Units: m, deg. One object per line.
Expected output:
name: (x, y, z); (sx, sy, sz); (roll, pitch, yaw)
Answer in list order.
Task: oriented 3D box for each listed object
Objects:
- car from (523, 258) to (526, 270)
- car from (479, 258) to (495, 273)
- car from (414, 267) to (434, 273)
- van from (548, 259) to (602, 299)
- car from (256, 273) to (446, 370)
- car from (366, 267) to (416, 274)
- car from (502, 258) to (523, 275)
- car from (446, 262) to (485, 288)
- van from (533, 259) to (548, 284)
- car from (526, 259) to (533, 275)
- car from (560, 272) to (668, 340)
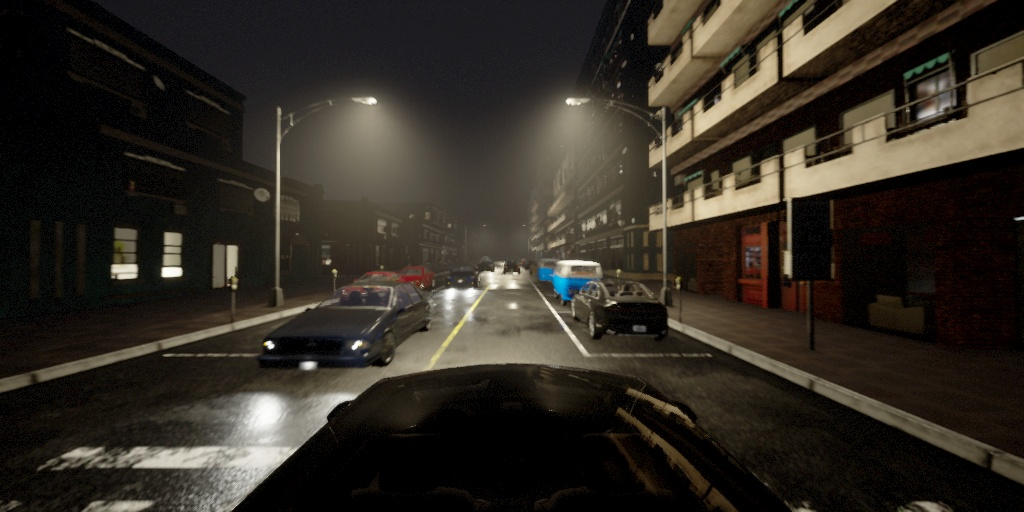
car: (2.689, 1.296, 48.826); (1.948, 1.339, 4.313); (0, 0, 0)
car: (-3.008, 1.283, 43.239); (2.033, 1.411, 5.357); (0, 0, 0)
car: (-5.690, 1.292, 20.885); (1.888, 1.381, 4.507); (0, 0, 0)
van: (2.691, 1.089, 15.340); (1.690, 1.789, 3.998); (0, 0, 0)
car: (-3.106, 1.296, 8.174); (2.033, 1.411, 5.357); (0, 0, 1)
car: (-5.690, 1.330, 15.304); (1.802, 1.307, 4.207); (0, 0, 0)
car: (-0.002, 1.264, 39.245); (1.812, 1.442, 4.674); (0, 0, 0)
car: (-3.095, 1.310, 23.502); (1.994, 1.385, 4.181); (0, 0, 0)
van: (2.690, 1.086, 26.503); (1.690, 1.789, 3.998); (0, 0, 0)
car: (2.689, 1.265, 37.834); (1.751, 1.417, 4.829); (0, 0, 0)
car: (2.691, 1.299, 9.761); (2.007, 1.370, 4.403); (0, 0, 0)
